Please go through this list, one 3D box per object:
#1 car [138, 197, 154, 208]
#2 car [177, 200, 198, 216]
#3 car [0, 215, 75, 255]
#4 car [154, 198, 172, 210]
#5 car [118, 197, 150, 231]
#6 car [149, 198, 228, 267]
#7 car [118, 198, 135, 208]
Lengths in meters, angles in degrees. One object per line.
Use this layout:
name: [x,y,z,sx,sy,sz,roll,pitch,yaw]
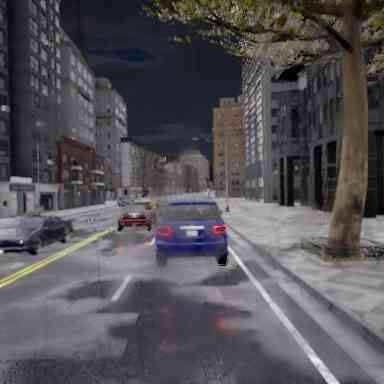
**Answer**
car: [-7.445,1.631,54.183,1.882,1.535,5.008,-1,0,0]
car: [-0.440,1.592,33.938,1.994,1.385,4.181,-1,0,-1]
car: [-6.768,1.715,14.345,2.033,1.411,5.357,-1,0,0]
car: [-3.890,1.582,45.502,2.128,1.511,4.902,-1,0,-1]
car: [-3.470,1.452,21.899,2.097,1.767,4.553,-1,0,-1]
car: [-0.041,1.242,11.799,2.150,2.045,5.566,-1,0,-1]
car: [-10.696,1.786,54.354,1.994,1.385,4.181,-1,0,0]
